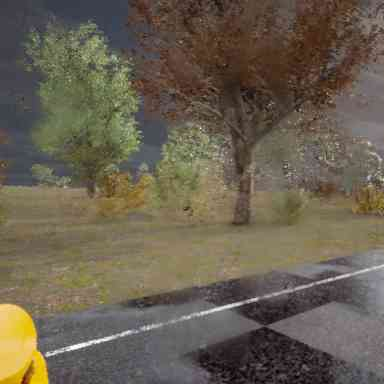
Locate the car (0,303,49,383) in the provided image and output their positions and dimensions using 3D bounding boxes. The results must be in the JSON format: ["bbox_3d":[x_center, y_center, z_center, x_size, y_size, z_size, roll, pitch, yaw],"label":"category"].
[{"bbox_3d":[-3.406,1.473,1.577,5.008,1.535,1.882,0,0,-35],"label":"car"}]
